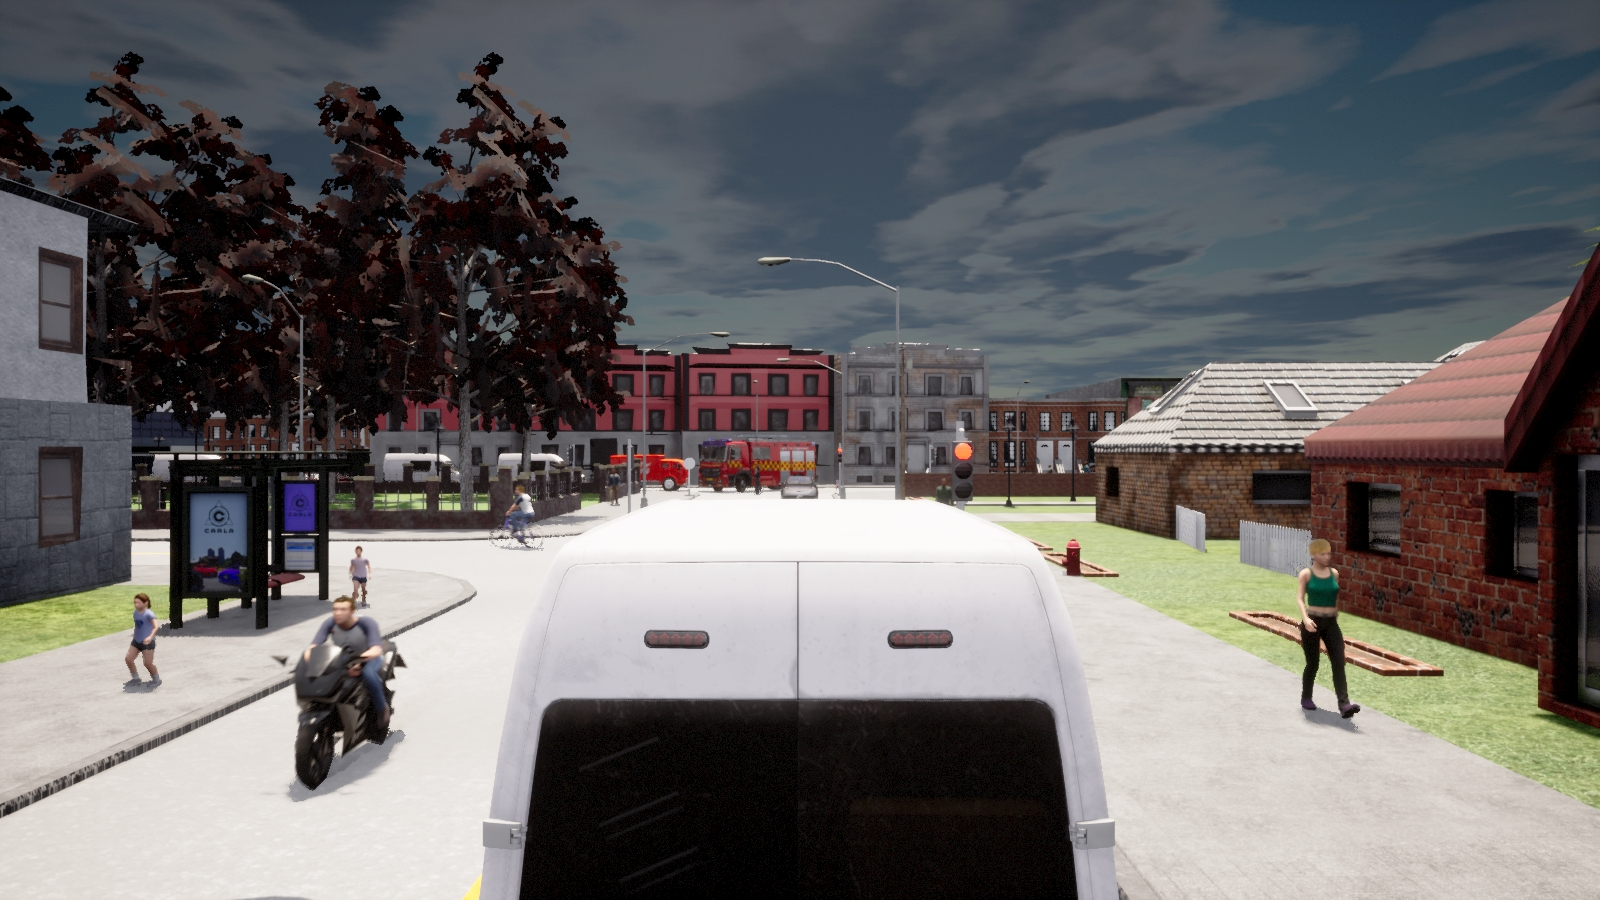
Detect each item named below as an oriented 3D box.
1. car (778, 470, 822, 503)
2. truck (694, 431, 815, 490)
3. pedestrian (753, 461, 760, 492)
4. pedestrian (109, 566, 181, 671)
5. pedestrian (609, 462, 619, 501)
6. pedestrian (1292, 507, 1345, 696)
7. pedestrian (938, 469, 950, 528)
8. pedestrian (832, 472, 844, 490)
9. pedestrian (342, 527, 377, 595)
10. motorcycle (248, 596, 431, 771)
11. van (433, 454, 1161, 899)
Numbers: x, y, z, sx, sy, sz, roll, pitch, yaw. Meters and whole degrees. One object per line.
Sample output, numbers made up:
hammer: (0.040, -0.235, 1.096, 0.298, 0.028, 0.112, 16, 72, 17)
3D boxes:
car: (-0.021, 1.827, 57.775, 2.128, 1.511, 4.902, 0, 0, 0)
truck: (-3.017, 0.670, 78.008, 8.468, 3.827, 2.891, 0, 0, -43)
pedestrian: (-2.651, 1.628, 69.912, 0.375, 1.860, 0.375, 0, 0, 9)
pedestrian: (-7.415, 1.897, 12.950, 0.500, 1.100, 0.500, 0, 0, 14)
pedestrian: (-8.929, 1.526, 54.907, 0.375, 1.860, 0.375, 0, 0, 17)
pedestrian: (5.259, 1.524, 11.605, 0.375, 1.860, 0.375, 0, 0, 1)
pedestrian: (4.562, 1.523, 36.210, 0.375, 1.860, 0.375, 0, 0, 9)
pedestrian: (2.318, 1.898, 69.504, 0.500, 1.100, 0.500, 0, 0, 38)
pedestrian: (-7.559, 1.896, 19.610, 0.500, 1.100, 0.500, 0, 0, -14)
motorcycle: (-4.006, 1.993, 10.139, 0.803, 1.145, 2.033, 0, 0, 0)
van: (-0.009, 1.315, 6.082, 1.988, 2.561, 5.915, 0, 0, 0)
